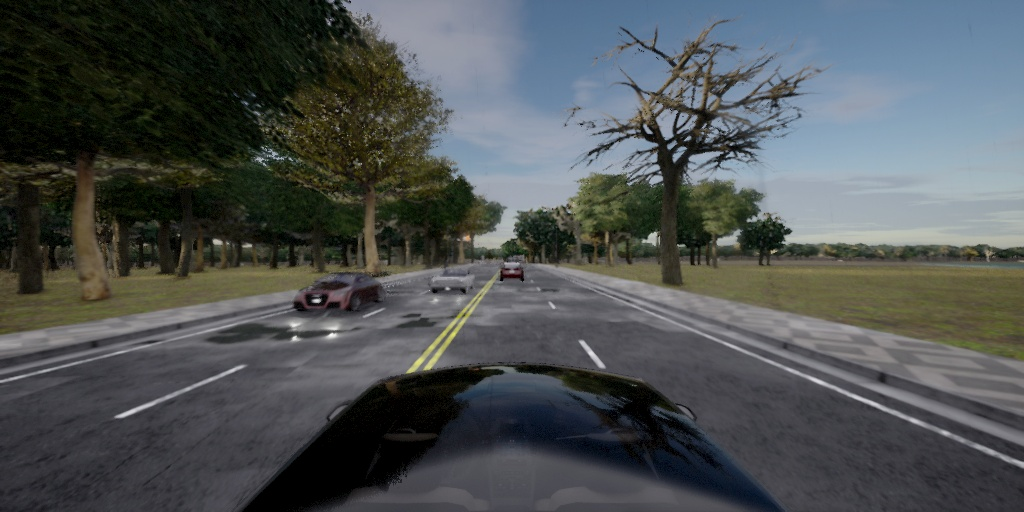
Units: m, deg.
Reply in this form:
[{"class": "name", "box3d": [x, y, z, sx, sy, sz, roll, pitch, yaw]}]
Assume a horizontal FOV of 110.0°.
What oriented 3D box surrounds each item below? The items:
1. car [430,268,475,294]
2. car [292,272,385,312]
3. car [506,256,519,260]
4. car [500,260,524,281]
[{"class": "car", "box3d": [-3.276, 1.374, 20.491, 1.895, 1.301, 4.718, 0, 0, 1]}, {"class": "car", "box3d": [-6.573, 1.325, 14.061, 1.994, 1.385, 4.181, 0, 0, 0]}, {"class": "car", "box3d": [0.110, 1.088, 50.262, 2.150, 2.045, 5.566, 0, 0, 0]}, {"class": "car", "box3d": [0.005, 1.302, 31.135, 2.163, 1.488, 4.792, 0, 0, 0]}]
